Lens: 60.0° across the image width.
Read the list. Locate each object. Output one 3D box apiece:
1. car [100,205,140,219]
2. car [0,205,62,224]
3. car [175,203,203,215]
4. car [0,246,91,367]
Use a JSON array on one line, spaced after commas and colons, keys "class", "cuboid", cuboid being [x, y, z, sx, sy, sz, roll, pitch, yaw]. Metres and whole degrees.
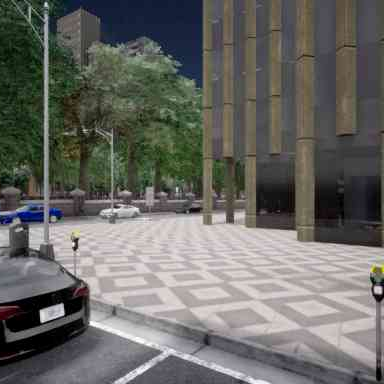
[{"class": "car", "cuboid": [-7.482, 2.054, 34.963, 1.812, 1.442, 4.674, 0, -1, 35]}, {"class": "car", "cuboid": [-13.076, 1.806, 26.986, 1.882, 1.535, 5.008, 0, -1, 35]}, {"class": "car", "cuboid": [-0.347, 2.267, 45.121, 1.882, 1.535, 5.008, 0, -1, 35]}, {"class": "car", "cuboid": [-3.463, 1.566, 5.416, 4.313, 1.339, 1.947, 0, 0, 35]}]
